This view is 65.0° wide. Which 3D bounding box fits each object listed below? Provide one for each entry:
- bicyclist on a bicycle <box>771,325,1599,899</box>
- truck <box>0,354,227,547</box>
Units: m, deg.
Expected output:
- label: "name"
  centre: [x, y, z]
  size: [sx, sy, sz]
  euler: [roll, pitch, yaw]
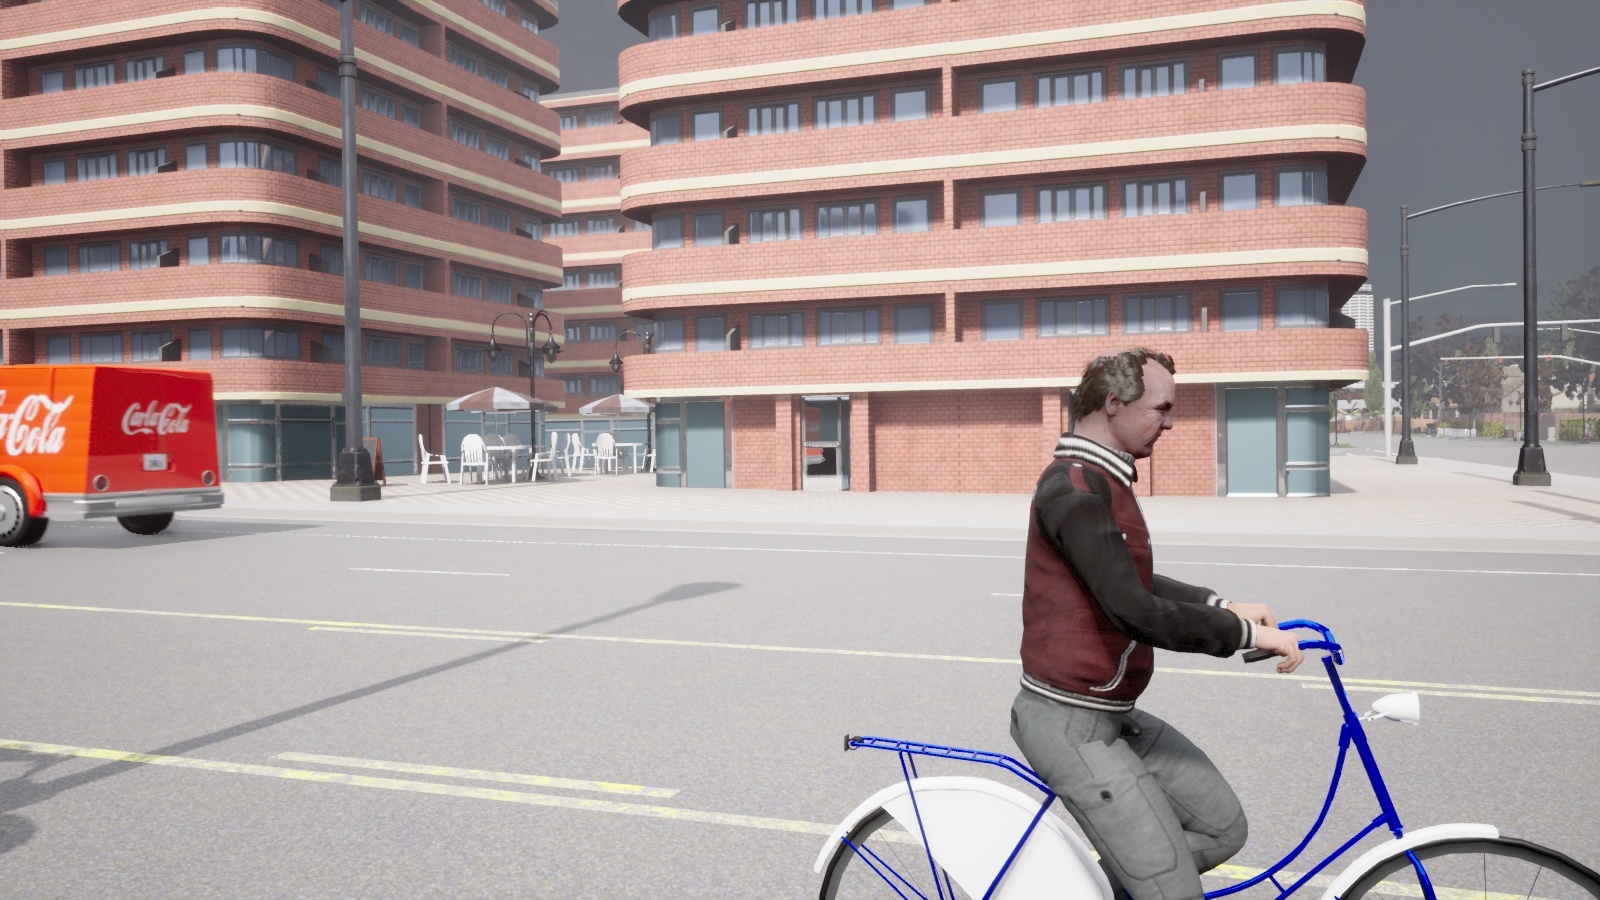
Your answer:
- label: "bicyclist on a bicycle"
  centre: [0.914, 0.654, 2.814]
  size: [1.843, 1.776, 0.659]
  euler: [0, 1, 18]
- label: "truck"
  centre: [-11.362, -0.046, 18.162]
  size: [5.204, 2.467, 2.627]
  euler: [1, 1, 19]
